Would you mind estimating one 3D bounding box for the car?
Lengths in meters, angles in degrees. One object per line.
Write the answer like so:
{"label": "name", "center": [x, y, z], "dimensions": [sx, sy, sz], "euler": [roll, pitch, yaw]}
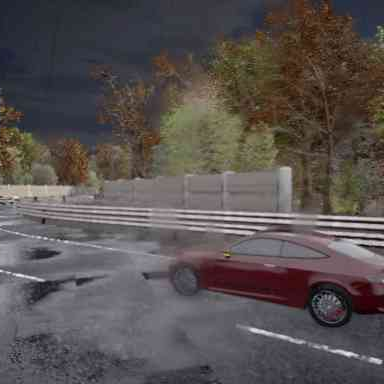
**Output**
{"label": "car", "center": [1.639, 1.477, 6.822], "dimensions": [4.674, 1.442, 1.812], "euler": [0, 0, 34]}
